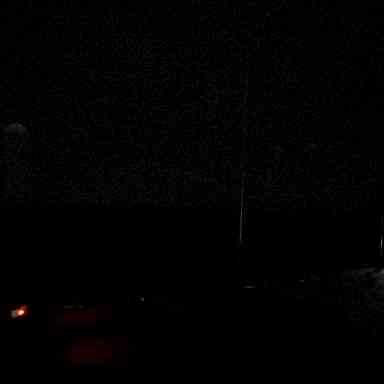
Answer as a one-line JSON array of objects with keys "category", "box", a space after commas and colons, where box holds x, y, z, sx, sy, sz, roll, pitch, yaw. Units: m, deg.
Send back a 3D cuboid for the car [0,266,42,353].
[{"category": "car", "box": [-4.644, 1.430, 3.754, 5.357, 1.411, 2.033, 2, 1, -27]}]
